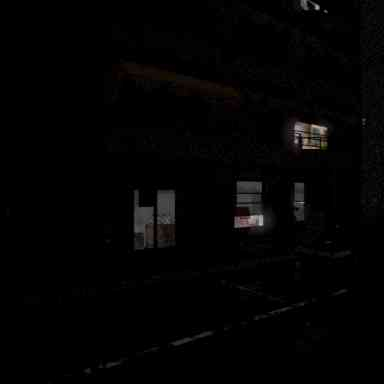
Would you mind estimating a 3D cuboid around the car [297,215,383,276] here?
[{"bbox_3d":[5.042,1.582,10.230,4.206,1.307,1.802,0,0,-36],"label":"car"}]

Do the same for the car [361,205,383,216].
[{"bbox_3d":[16.822,1.888,32.091,1.895,1.301,4.718,0,-1,-36],"label":"car"}]
